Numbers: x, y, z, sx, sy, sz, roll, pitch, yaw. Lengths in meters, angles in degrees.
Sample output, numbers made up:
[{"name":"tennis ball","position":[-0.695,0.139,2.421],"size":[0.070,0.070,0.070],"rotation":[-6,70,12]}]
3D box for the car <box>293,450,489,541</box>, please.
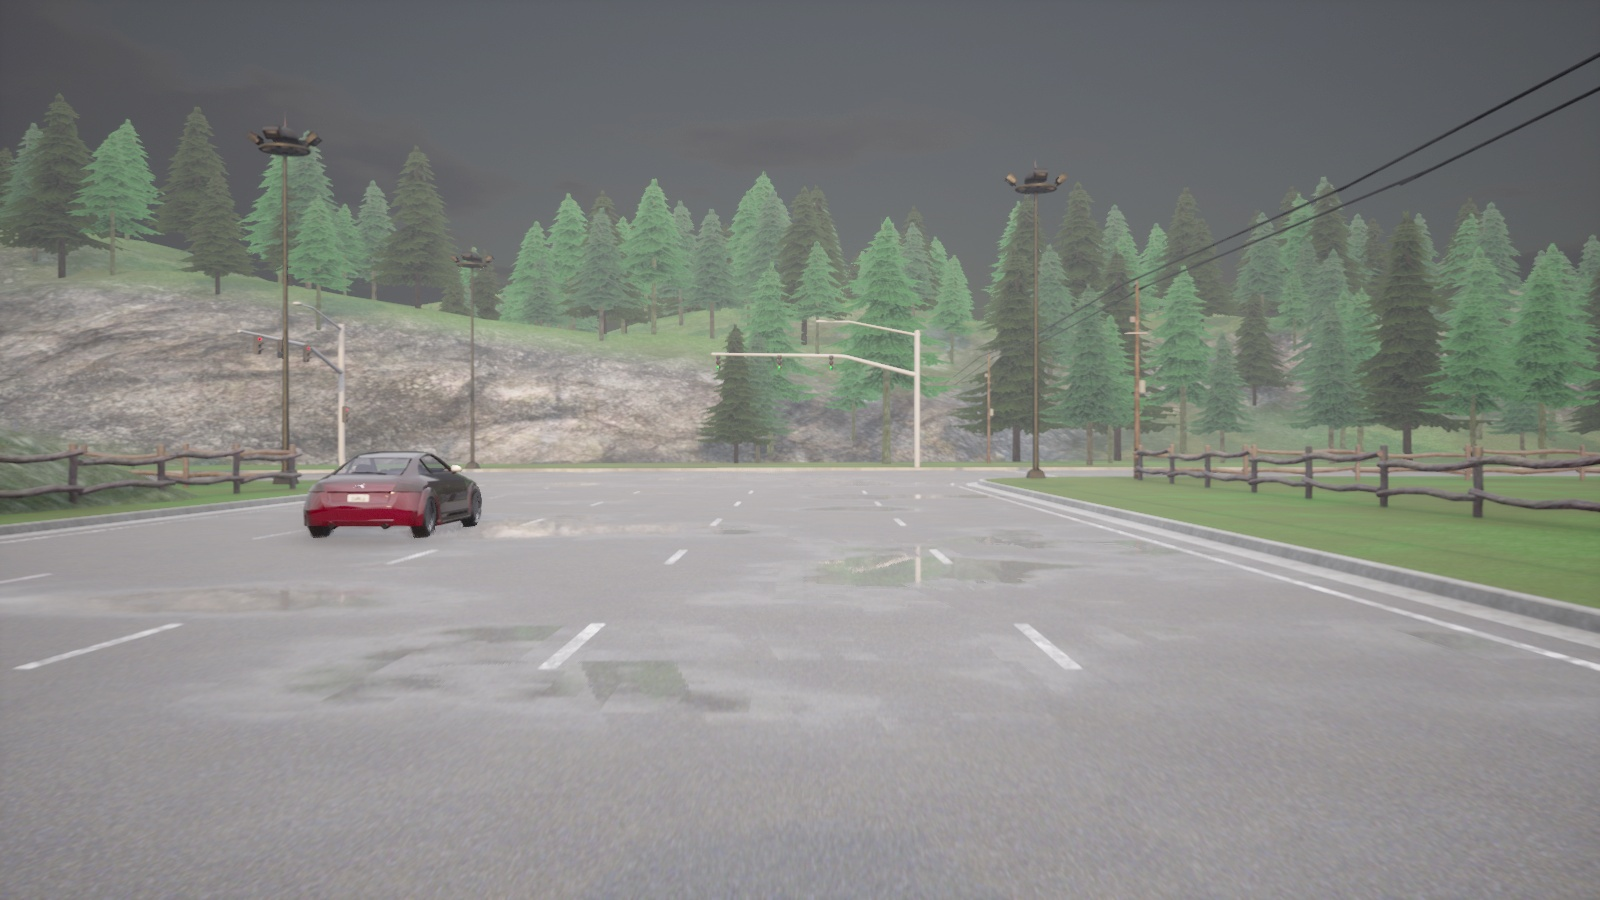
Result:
[{"name":"car","position":[-6.862,0.703,21.572],"size":[1.994,1.385,4.181],"rotation":[0,0,0]}]
